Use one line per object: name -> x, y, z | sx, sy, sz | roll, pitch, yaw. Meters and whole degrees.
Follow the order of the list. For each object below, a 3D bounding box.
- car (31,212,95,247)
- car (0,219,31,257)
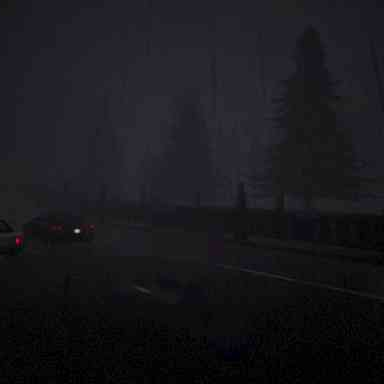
car -> -6.287, 1.602, 15.527 | 1.994, 1.385, 4.181 | 1, 0, -45
car -> -7.798, 1.607, 12.081 | 1.895, 1.301, 4.718 | 1, 0, -45
